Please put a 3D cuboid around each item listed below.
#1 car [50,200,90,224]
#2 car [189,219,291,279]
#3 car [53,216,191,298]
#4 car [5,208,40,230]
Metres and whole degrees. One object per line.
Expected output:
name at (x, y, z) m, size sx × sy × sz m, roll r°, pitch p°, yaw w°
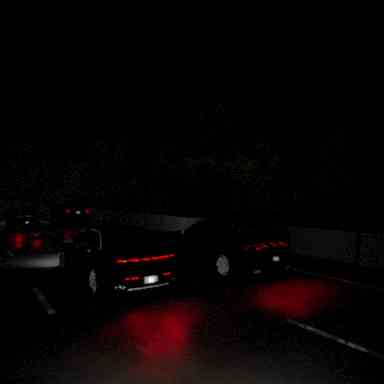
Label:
car at (-9.959, 1.673, 27.001) m, size 2.150 × 2.045 × 5.566 m, roll 1°, pitch -1°, yaw -34°
car at (0.836, 1.626, 10.777) m, size 1.882 × 1.535 × 5.008 m, roll 1°, pitch -1°, yaw -34°
car at (-2.200, 1.623, 9.022) m, size 1.837 × 1.490 × 4.892 m, roll 1°, pitch -1°, yaw -34°
car at (-12.450, 1.898, 24.422) m, size 2.128 × 1.511 × 4.902 m, roll 1°, pitch -1°, yaw -34°
